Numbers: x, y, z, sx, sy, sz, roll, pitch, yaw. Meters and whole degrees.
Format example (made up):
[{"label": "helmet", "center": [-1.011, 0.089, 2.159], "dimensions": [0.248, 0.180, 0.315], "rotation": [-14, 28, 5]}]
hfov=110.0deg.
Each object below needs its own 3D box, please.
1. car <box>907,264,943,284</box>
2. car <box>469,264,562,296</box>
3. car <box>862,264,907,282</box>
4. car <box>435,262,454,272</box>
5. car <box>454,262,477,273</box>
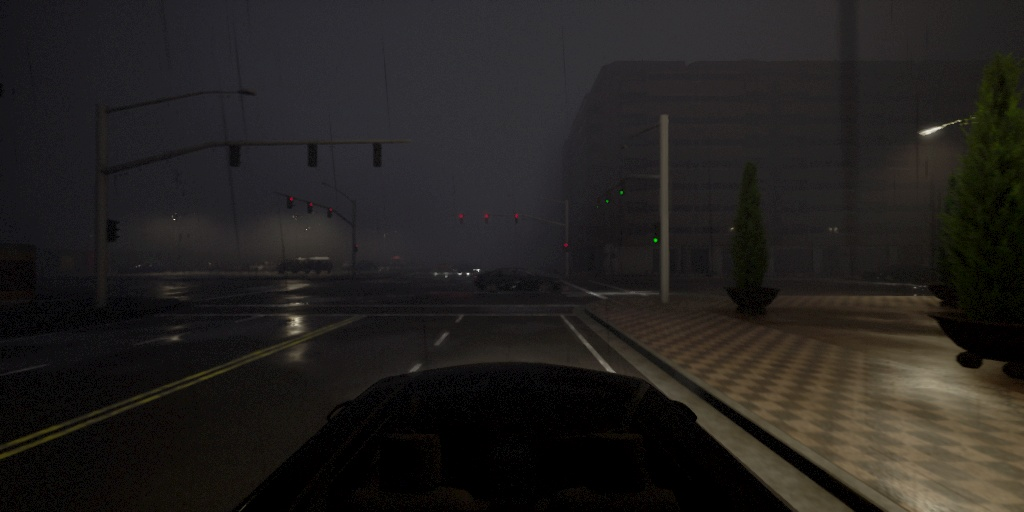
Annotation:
[{"label": "car", "center": [33.576, 1.457, 27.254], "dimensions": [4.674, 1.442, 1.812], "rotation": [0, -1, 1]}, {"label": "car", "center": [0.295, 1.384, 20.108], "dimensions": [4.902, 1.511, 2.128], "rotation": [0, -1, -1]}, {"label": "car", "center": [33.062, 1.441, 30.761], "dimensions": [5.008, 1.535, 1.882], "rotation": [0, -1, 1]}, {"label": "car", "center": [-10.566, 1.729, 55.566], "dimensions": [1.882, 1.535, 5.008], "rotation": [0, -1, 0]}, {"label": "car", "center": [-7.066, 1.798, 55.385], "dimensions": [2.033, 1.411, 5.357], "rotation": [0, -1, 0]}]
